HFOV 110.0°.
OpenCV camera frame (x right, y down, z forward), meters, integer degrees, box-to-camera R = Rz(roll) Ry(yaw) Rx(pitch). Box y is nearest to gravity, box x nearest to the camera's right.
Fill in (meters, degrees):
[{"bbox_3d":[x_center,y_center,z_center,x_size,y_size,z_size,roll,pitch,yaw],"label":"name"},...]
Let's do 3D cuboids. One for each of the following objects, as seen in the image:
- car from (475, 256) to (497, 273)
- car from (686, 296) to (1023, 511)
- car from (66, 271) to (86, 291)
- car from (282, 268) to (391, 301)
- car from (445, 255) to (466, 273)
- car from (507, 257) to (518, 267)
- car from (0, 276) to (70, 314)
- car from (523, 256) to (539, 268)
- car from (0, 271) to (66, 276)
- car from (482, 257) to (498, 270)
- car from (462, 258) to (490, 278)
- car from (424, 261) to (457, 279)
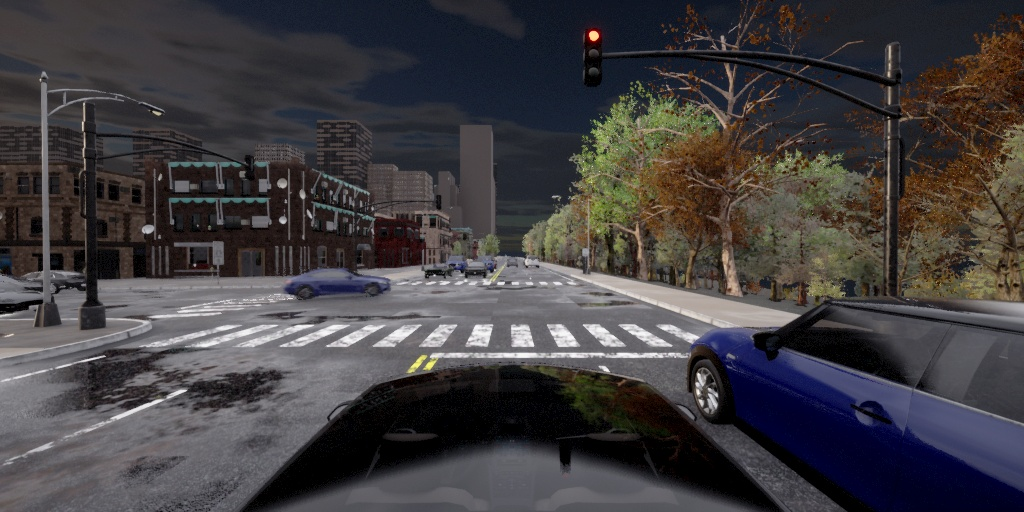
[{"bbox_3d":[-3.333,0.957,44.047,2.150,2.045,5.566,0,0,0],"label":"car"},{"bbox_3d":[3.351,1.102,2.900,2.097,1.767,4.553,0,0,0],"label":"car"},{"bbox_3d":[-28.276,1.560,21.875,4.403,1.370,2.007,0,0,0],"label":"car"},{"bbox_3d":[-8.278,1.285,17.211,4.674,1.442,1.812,-1,0,-16],"label":"car"},{"bbox_3d":[-6.574,0.957,42.543,2.150,2.045,5.566,0,0,0],"label":"car"},{"bbox_3d":[0.110,1.274,63.730,2.033,1.411,5.357,0,0,0],"label":"car"},{"bbox_3d":[-19.944,1.565,13.361,4.313,1.339,1.948,0,0,0],"label":"car"},{"bbox_3d":[3.359,0.950,60.827,2.150,2.045,5.566,0,0,0],"label":"car"},{"bbox_3d":[-23.806,1.493,16.071,5.008,1.535,1.882,-1,1,0],"label":"car"},{"bbox_3d":[-3.321,1.083,54.318,2.097,1.767,4.553,0,0,0],"label":"car"},{"bbox_3d":[-3.340,1.218,34.015,1.882,1.535,5.008,0,0,-2],"label":"car"},{"bbox_3d":[-6.594,1.341,32.785,1.895,1.301,4.718,0,0,0],"label":"car"}]
